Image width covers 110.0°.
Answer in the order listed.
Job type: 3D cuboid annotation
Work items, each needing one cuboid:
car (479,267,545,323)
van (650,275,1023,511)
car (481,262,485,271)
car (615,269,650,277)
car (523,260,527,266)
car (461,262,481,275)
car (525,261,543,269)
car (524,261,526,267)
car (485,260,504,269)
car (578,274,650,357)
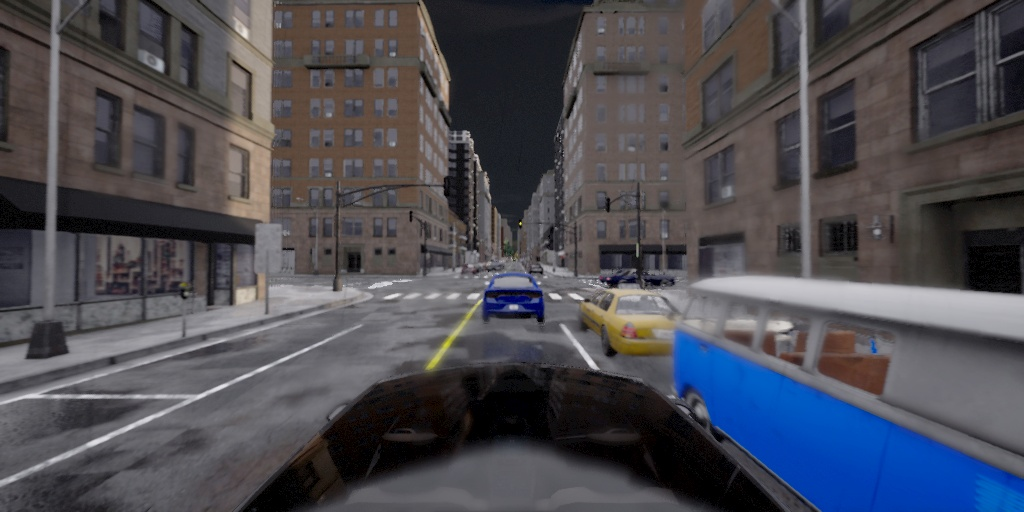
[{"bbox_3d":[0.037,1.316,12.552,1.882,1.535,5.008,0,-1,0],"label":"car"},{"bbox_3d":[2.669,1.099,2.669,1.690,1.789,3.998,0,0,0],"label":"van"},{"bbox_3d":[-5.403,1.717,51.650,1.948,1.339,4.313,0,0,1],"label":"car"},{"bbox_3d":[8.497,1.549,24.246,4.718,1.301,1.895,1,-1,-6],"label":"car"},{"bbox_3d":[3.200,1.743,57.065,2.007,1.370,4.403,0,0,1],"label":"car"},{"bbox_3d":[-5.481,1.689,46.122,1.802,1.307,4.207,0,0,1],"label":"car"},{"bbox_3d":[3.044,1.671,46.005,1.948,1.339,4.313,0,0,1],"label":"car"},{"bbox_3d":[3.122,1.694,51.535,1.888,1.381,4.507,0,0,1],"label":"car"},{"bbox_3d":[-2.595,1.728,53.292,1.994,1.385,4.181,0,0,1],"label":"car"},{"bbox_3d":[2.677,1.329,8.513,1.751,1.417,4.829,0,0,0],"label":"car"}]
